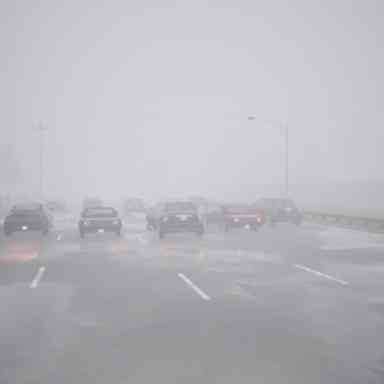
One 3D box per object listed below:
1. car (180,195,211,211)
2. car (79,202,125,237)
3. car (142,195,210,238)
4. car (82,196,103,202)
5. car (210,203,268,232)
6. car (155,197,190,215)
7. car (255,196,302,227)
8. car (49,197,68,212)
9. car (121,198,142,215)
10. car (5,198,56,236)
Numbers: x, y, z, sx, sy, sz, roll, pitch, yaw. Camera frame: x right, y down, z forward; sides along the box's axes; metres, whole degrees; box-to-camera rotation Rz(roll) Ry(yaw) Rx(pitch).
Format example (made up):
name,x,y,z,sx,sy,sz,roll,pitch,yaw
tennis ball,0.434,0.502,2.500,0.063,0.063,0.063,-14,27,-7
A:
name,x,y,z,sx,sy,sz,roll,pitch,yaw
car,0.277,1.121,35.835,1.837,1.490,4.892,0,1,-17
car,-4.737,1.418,17.012,1.895,1.301,4.718,0,1,-17
car,-0.993,1.173,16.766,2.097,1.767,4.553,0,1,-17
car,-10.173,1.114,34.066,1.882,1.535,5.008,0,0,-17
car,2.083,1.399,18.655,1.895,1.301,4.718,0,1,-17
car,-1.965,1.212,31.268,2.033,1.411,5.357,0,1,-17
car,4.933,1.122,21.256,2.097,1.767,4.553,0,1,-17
car,-13.350,1.179,32.499,1.812,1.442,4.674,0,1,-18
car,-5.295,1.224,30.190,2.033,1.411,5.357,0,1,-17
car,-8.406,1.320,17.429,1.837,1.490,4.892,0,1,-19
